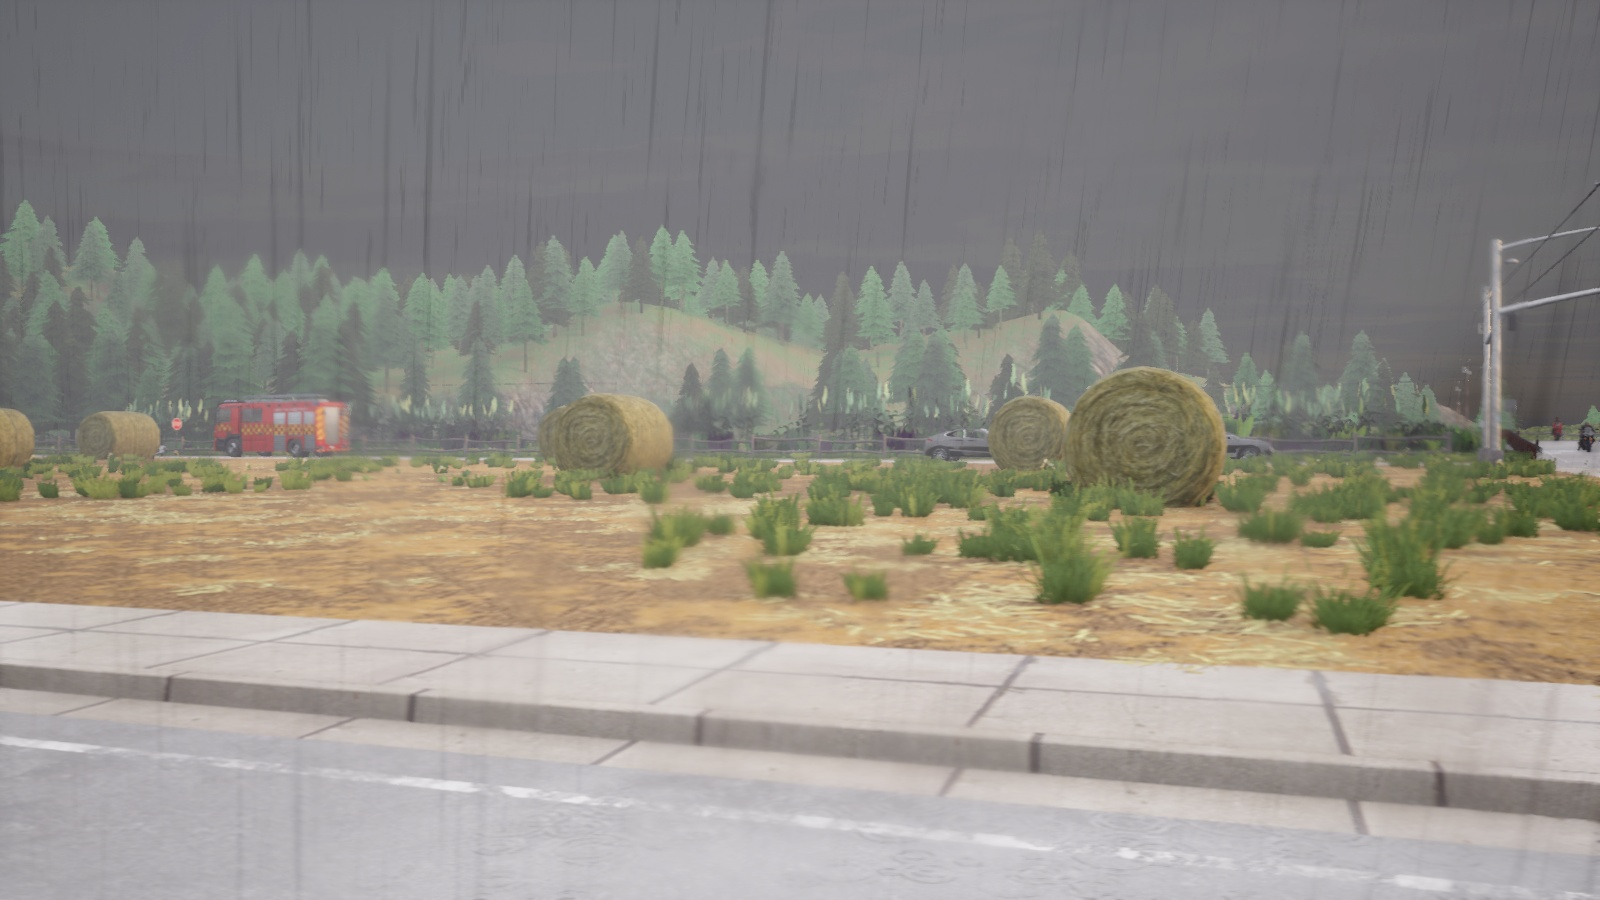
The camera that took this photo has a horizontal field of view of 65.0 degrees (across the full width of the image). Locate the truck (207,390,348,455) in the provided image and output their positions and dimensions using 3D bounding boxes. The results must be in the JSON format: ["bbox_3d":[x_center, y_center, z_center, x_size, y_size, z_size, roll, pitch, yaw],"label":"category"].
[{"bbox_3d":[-32.226,-1.688,77.469,8.468,3.827,2.891,1,1,22],"label":"truck"}]

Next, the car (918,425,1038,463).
[{"bbox_3d":[8.096,-0.283,57.063,5.027,1.651,2.152,1,1,22],"label":"car"}]

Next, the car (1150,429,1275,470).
[{"bbox_3d":[17.478,-0.037,53.192,4.856,1.649,2.033,1,1,22],"label":"car"}]

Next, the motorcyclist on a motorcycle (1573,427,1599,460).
[{"bbox_3d":[39.613,-0.353,63.312,0.866,1.530,2.191,1,4,25],"label":"motorcyclist on a motorcycle"}]
